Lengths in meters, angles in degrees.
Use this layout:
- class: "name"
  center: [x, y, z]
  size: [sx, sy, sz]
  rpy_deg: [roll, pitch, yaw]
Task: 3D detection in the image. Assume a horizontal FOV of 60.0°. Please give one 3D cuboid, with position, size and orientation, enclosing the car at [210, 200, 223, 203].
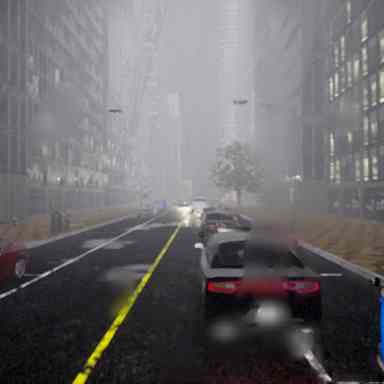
- class: "car"
  center: [3.647, 2.017, 41.838]
  size: [2.008, 1.369, 4.403]
  rpy_deg: [0, -1, 1]

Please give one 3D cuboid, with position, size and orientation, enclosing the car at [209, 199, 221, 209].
- class: "car"
  center: [4.021, 2.083, 58.911]
  size: [1.967, 1.590, 4.097]
  rpy_deg: [0, -1, 1]

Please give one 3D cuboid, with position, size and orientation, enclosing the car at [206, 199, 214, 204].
- class: "car"
  center: [4.645, 2.467, 87.364]
  size: [1.887, 1.381, 4.507]
  rpy_deg: [0, -1, 1]

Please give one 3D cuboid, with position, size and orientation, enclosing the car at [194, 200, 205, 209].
- class: "car"
  center: [1.323, 2.182, 58.641]
  size: [1.812, 1.442, 4.674]
  rpy_deg: [0, -1, 1]

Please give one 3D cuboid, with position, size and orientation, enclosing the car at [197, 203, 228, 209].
- class: "car"
  center: [1.443, 1.769, 23.056]
  size: [1.837, 1.490, 4.892]
  rpy_deg: [0, -1, 1]

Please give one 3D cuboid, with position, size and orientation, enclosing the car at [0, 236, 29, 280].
- class: "car"
  center: [-5.480, 1.709, 7.879]
  size: [1.802, 1.307, 4.206]
  rpy_deg: [0, -1, 1]

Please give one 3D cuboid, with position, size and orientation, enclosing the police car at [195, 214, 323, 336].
- class: "police car"
  center: [1.095, 1.505, 7.171]
  size: [1.930, 1.638, 5.238]
  rpy_deg: [0, -1, 1]

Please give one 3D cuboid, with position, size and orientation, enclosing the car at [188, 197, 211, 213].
- class: "car"
  center: [1.014, 1.730, 44.270]
  size: [2.150, 2.045, 5.566]
  rpy_deg: [0, -1, 1]

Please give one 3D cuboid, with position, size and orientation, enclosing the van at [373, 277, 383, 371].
- class: "van"
  center: [2.772, 1.350, 2.006]
  size: [1.690, 1.788, 3.998]
  rpy_deg: [0, -1, 1]

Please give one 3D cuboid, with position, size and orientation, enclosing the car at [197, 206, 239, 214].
- class: "car"
  center: [1.312, 1.700, 17.057]
  size: [1.837, 1.490, 4.892]
  rpy_deg: [0, -1, 1]

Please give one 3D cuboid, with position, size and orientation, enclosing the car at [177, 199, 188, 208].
- class: "car"
  center: [-1.599, 2.258, 62.255]
  size: [2.033, 1.411, 5.357]
  rpy_deg: [0, -1, 1]

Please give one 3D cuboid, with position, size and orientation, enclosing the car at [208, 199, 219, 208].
- class: "car"
  center: [4.145, 2.140, 64.602]
  size: [1.967, 1.590, 4.097]
  rpy_deg: [0, -1, 1]

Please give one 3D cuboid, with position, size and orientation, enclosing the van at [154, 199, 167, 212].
- class: "van"
  center: [-4.608, 1.921, 47.718]
  size: [1.690, 1.788, 3.998]
  rpy_deg: [0, -1, 1]

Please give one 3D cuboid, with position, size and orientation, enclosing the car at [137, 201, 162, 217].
- class: "car"
  center: [-4.856, 2.008, 36.334]
  size: [2.008, 1.369, 4.403]
  rpy_deg: [0, -1, 1]
